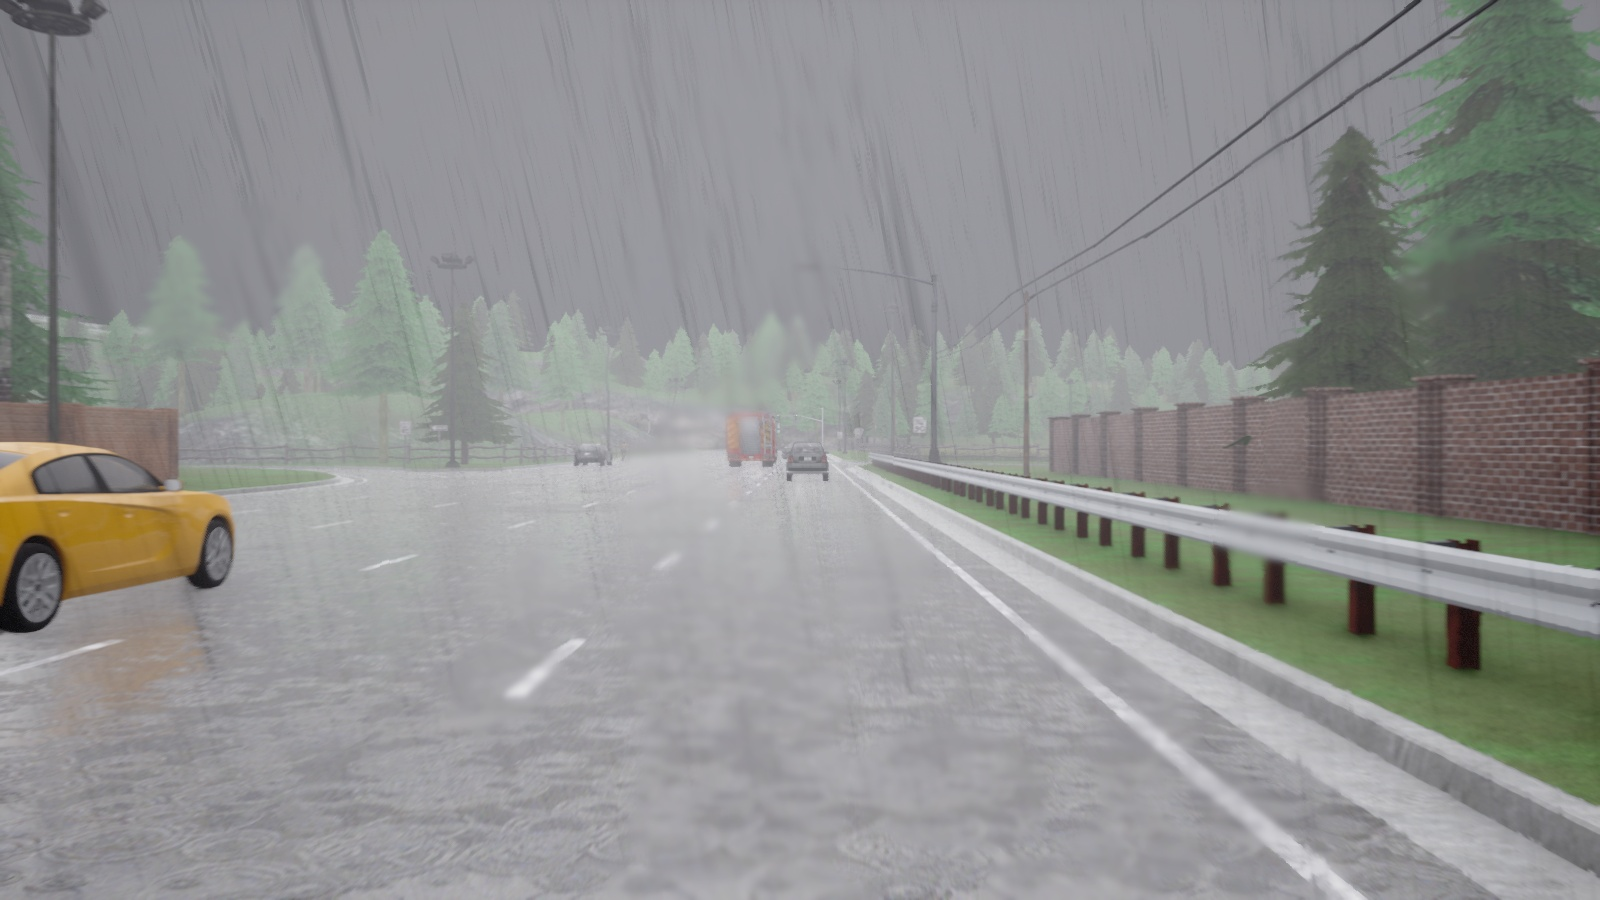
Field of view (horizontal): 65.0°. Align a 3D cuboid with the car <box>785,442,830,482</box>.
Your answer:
[{"bbox_3d":[0.304,0.442,50.870,1.789,1.549,3.705,0,0,0],"label":"car"}]

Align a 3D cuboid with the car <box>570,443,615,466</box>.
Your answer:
[{"bbox_3d":[-13.519,0.278,82.071,2.163,1.488,4.792,0,0,0],"label":"car"}]

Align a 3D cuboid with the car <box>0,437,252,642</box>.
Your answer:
[{"bbox_3d":[-6.921,0.656,11.174,1.882,1.535,5.008,0,0,0],"label":"car"}]

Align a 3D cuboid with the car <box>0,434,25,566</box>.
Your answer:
[{"bbox_3d":[-10.413,0.606,12.702,1.801,1.575,5.366,0,0,0],"label":"car"}]

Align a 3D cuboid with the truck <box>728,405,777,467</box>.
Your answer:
[{"bbox_3d":[-3.018,-0.878,82.050,2.891,3.827,8.468,0,0,0],"label":"truck"}]
